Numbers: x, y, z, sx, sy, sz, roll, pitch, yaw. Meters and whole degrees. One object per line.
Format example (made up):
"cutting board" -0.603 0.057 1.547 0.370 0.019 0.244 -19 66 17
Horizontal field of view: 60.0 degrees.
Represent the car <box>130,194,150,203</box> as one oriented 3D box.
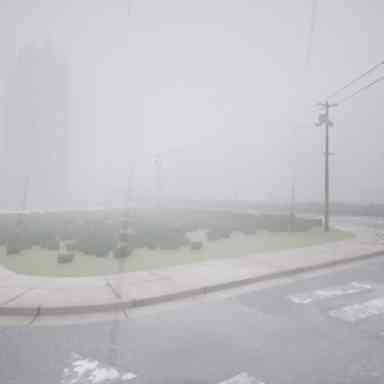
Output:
"car" -10.580 1.379 67.526 2.150 2.045 5.566 0 0 -35
